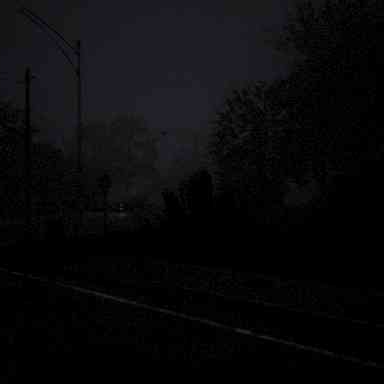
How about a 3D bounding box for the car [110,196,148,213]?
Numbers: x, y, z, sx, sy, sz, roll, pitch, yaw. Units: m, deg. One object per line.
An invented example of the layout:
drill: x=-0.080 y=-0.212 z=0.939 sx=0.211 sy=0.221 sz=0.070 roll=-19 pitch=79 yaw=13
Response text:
car: x=-7.890 y=1.535 z=42.361 sx=2.150 sy=2.045 sz=5.566 roll=-1 pitch=0 yaw=32
